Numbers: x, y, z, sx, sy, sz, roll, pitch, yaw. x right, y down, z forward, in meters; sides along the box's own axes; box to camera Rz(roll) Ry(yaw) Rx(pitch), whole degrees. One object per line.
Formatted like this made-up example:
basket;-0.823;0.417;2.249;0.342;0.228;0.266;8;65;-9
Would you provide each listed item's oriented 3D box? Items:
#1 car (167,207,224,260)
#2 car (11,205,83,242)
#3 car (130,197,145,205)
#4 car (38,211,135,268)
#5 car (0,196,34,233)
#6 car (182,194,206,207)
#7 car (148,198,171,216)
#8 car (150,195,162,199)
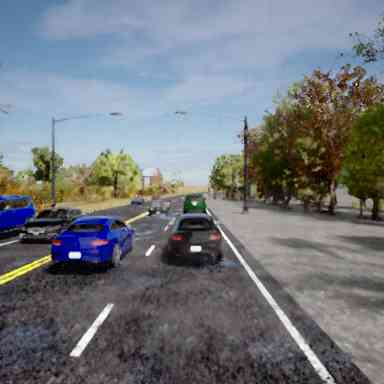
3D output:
car;0.124;1.516;12.288;1.812;1.442;4.674;-1;1;0
car;-6.561;1.502;16.420;1.837;1.490;4.892;0;0;0
car;-9.411;1.501;58.253;2.033;1.411;5.357;0;0;1
car;-3.130;1.525;11.214;1.812;1.442;4.674;0;0;0
car;-9.812;1.219;16.509;2.150;2.045;5.566;0;0;0
car;0.232;1.189;32.851;2.150;2.045;5.566;-1;0;0
car;-3.025;1.587;32.337;1.895;1.301;4.718;0;0;0
car;-6.173;1.307;58.026;2.097;1.767;4.553;0;0;1
